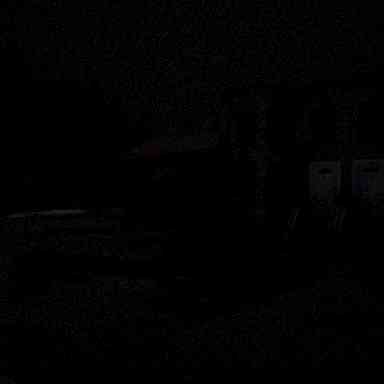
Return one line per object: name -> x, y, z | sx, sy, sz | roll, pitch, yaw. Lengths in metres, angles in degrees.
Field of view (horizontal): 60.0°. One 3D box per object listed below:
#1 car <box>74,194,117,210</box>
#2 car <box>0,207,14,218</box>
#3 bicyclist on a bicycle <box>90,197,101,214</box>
car -> -12.278, 1.219, 42.707 | 2.150, 2.045, 5.566 | 0, 0, 36
car -> -18.178, 1.546, 28.114 | 2.033, 1.411, 5.357 | 0, 0, 42
bicyclist on a bicycle -> -9.426, 1.343, 32.352 | 1.656, 1.620, 0.582 | 0, 1, 36
